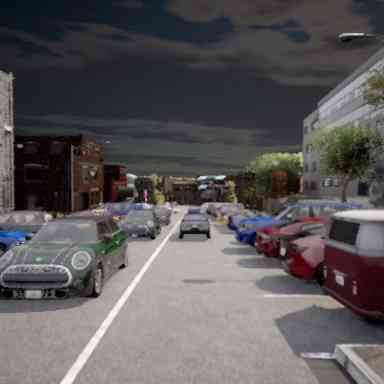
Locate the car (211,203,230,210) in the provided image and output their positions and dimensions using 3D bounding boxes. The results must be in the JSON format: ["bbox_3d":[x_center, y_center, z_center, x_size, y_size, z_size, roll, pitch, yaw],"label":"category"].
[{"bbox_3d":[4.753,2.338,36.596,4.553,1.767,2.185,0,-2,0],"label":"car"}]

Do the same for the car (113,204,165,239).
[{"bbox_3d":[-3.017,1.775,19.768,2.097,1.767,4.553,0,-2,0],"label":"car"}]

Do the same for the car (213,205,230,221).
[{"bbox_3d":[4.949,2.277,31.005,5.366,1.575,1.946,0,-2,0],"label":"car"}]

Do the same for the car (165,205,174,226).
[{"bbox_3d":[-2.947,2.281,30.563,1.837,1.490,4.892,0,-1,1],"label":"car"}]

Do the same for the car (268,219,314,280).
[{"bbox_3d":[4.709,1.600,8.688,4.792,1.488,2.163,0,-1,0],"label":"car"}]

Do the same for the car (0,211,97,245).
[{"bbox_3d":[-7.805,1.803,16.954,5.366,1.575,1.946,0,-2,0],"label":"car"}]

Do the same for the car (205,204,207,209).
[{"bbox_3d":[4.845,3.055,53.341,4.674,1.452,2.002,0,-2,0],"label":"car"}]

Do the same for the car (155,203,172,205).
[{"bbox_3d":[-7.433,3.430,73.992,5.566,2.045,2.435,0,-2,0],"label":"car"}]

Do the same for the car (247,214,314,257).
[{"bbox_3d":[4.689,1.643,11.520,5.008,1.535,2.097,0,-2,0],"label":"car"}]

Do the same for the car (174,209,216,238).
[{"bbox_3d":[0.174,2.006,20.736,2.033,1.411,5.357,0,-2,0],"label":"car"}]

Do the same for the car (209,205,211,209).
[{"bbox_3d":[4.789,2.557,39.382,4.892,1.521,2.231,0,-2,0],"label":"car"}]

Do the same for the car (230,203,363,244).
[{"bbox_3d":[4.672,1.478,14.262,5.566,2.045,2.435,0,-2,0],"label":"car"}]

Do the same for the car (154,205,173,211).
[{"bbox_3d":[-7.389,4.097,85.730,4.792,1.488,2.163,0,-2,0],"label":"car"}]

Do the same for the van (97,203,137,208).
[{"bbox_3d":[-7.673,2.126,33.573,4.442,1.987,1.878,0,-2,0],"label":"van"}]

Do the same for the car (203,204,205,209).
[{"bbox_3d":[4.897,3.228,58.928,4.792,1.488,2.163,0,-2,0],"label":"car"}]

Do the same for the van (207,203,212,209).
[{"bbox_3d":[4.700,2.514,44.974,4.442,1.987,1.878,0,-2,0],"label":"van"}]

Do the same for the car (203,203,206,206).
[{"bbox_3d":[4.848,3.165,61.723,4.553,1.767,2.185,0,-2,0],"label":"car"}]

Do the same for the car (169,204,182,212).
[{"bbox_3d":[-2.781,3.273,58.973,1.812,1.442,4.674,0,-2,0],"label":"car"}]

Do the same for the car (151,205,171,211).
[{"bbox_3d":[-7.380,3.910,79.731,4.674,1.452,2.002,0,-2,0],"label":"car"}]

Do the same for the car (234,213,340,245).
[{"bbox_3d":[4.682,1.851,17.045,4.792,1.488,2.163,0,-2,0],"label":"car"}]

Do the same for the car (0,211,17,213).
[{"bbox_3d":[-7.599,1.585,14.040,4.553,1.767,2.185,0,-2,0],"label":"car"}]

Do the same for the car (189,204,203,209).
[{"bbox_3d":[0.278,2.842,48.286,1.882,1.535,5.008,0,-3,0],"label":"car"}]

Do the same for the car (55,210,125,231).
[{"bbox_3d":[-7.586,2.117,25.196,4.674,1.452,2.002,0,-2,0],"label":"car"}]

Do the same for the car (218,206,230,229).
[{"bbox_3d":[4.928,2.094,25.421,5.366,1.575,1.946,0,-2,0],"label":"car"}]

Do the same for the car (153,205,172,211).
[{"bbox_3d":[-7.368,4.011,82.792,4.674,1.452,2.002,0,-2,0],"label":"car"}]

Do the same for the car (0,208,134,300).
[{"bbox_3d":[-3.066,1.439,8.721,2.097,1.767,4.553,0,-1,0],"label":"car"}]

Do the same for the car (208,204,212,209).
[{"bbox_3d":[4.812,2.649,42.175,4.892,1.521,2.231,0,-2,0],"label":"car"}]

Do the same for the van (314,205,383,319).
[{"bbox_3d":[4.786,1.296,5.907,4.442,1.987,1.878,0,-1,0],"label":"van"}]

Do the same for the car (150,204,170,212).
[{"bbox_3d":[-7.362,3.648,76.799,4.553,1.767,2.185,0,-2,0],"label":"car"}]

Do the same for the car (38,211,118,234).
[{"bbox_3d":[-7.595,2.029,22.530,4.674,1.452,2.002,0,-2,0],"label":"car"}]

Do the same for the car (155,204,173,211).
[{"bbox_3d":[-7.380,4.039,88.671,4.553,1.767,2.185,0,-2,0],"label":"car"}]

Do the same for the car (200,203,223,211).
[{"bbox_3d":[4.935,3.774,84.064,5.566,2.045,2.435,0,-2,0],"label":"car"}]
